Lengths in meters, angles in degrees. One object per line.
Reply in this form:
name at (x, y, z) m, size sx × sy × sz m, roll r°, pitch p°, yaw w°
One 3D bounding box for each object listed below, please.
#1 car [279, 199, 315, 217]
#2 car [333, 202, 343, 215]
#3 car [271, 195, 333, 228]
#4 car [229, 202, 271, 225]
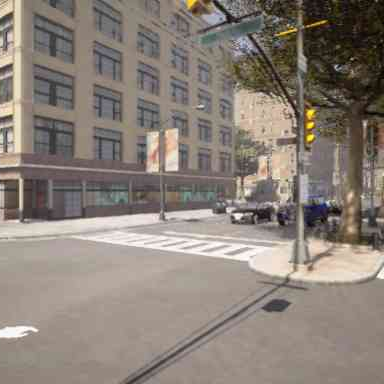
car at (10.430, 1.477, 32.827) m, size 1.882 × 1.535 × 5.008 m, roll 0°, pitch 0°, yaw 36°
car at (13.668, 1.600, 31.341) m, size 1.895 × 1.301 × 4.718 m, roll 0°, pitch 0°, yaw 36°
car at (7.747, 1.221, 22.995) m, size 2.150 × 2.045 × 5.566 m, roll 0°, pitch 0°, yaw 35°
car at (4.521, 1.491, 24.480) m, size 2.128 × 1.511 × 4.902 m, roll 0°, pitch 0°, yaw 35°
